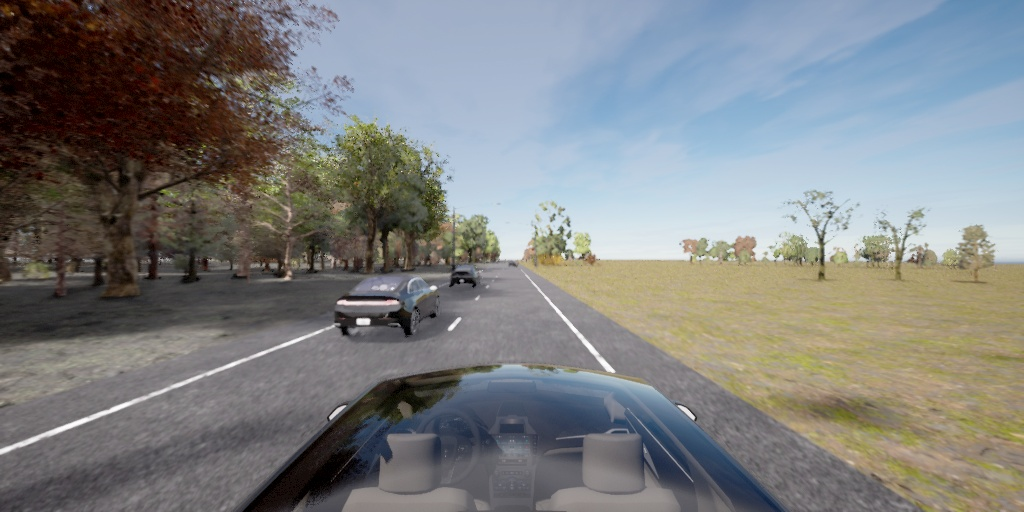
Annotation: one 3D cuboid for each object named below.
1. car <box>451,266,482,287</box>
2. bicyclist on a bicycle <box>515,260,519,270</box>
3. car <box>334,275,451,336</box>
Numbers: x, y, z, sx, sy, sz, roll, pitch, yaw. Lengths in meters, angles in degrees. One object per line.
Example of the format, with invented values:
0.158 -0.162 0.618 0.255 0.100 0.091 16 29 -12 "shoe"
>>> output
-3.396 1.465 26.653 1.837 1.490 4.892 0 0 0 "car"
0.974 1.731 64.183 0.582 1.620 1.656 0 -1 0 "bicyclist on a bicycle"
-3.399 1.317 10.629 2.128 1.511 4.902 0 0 0 "car"
